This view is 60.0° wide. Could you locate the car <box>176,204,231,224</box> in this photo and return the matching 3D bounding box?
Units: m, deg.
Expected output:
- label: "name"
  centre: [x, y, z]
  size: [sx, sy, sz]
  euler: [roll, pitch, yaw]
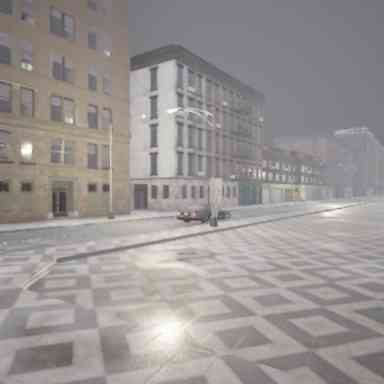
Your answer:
- label: "car"
  centre: [0.999, 1.586, 25.243]
  size: [2.033, 1.411, 5.357]
  euler: [0, 0, 35]
